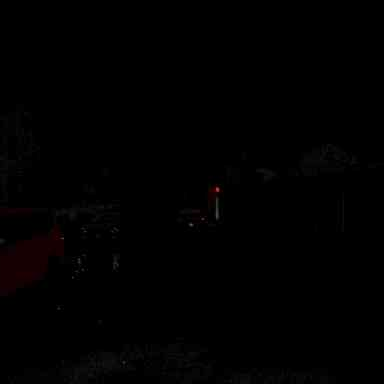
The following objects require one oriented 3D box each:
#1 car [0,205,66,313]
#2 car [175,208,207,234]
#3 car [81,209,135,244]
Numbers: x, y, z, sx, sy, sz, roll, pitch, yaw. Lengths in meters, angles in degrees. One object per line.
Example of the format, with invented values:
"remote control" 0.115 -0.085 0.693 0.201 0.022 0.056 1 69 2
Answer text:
"car" -4.157 1.297 6.010 2.150 2.045 5.566 0 -1 -1
"car" -0.060 1.725 21.251 1.882 1.535 5.008 0 -1 -1
"car" -4.183 1.680 17.191 1.882 1.535 5.008 0 -1 0
